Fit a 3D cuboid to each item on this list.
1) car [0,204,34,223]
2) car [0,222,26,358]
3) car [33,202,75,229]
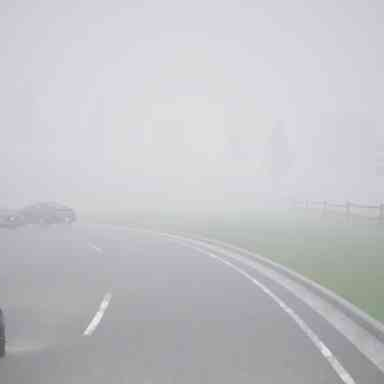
[{"bbox_3d":[-11.796,1.476,18.705,5.357,1.411,2.033,0,0,25],"label":"car"},{"bbox_3d":[-3.279,1.343,2.223,2.097,1.767,4.553,0,0,-2],"label":"car"},{"bbox_3d":[-9.503,1.412,21.059,4.902,1.511,2.128,0,0,32],"label":"car"}]
